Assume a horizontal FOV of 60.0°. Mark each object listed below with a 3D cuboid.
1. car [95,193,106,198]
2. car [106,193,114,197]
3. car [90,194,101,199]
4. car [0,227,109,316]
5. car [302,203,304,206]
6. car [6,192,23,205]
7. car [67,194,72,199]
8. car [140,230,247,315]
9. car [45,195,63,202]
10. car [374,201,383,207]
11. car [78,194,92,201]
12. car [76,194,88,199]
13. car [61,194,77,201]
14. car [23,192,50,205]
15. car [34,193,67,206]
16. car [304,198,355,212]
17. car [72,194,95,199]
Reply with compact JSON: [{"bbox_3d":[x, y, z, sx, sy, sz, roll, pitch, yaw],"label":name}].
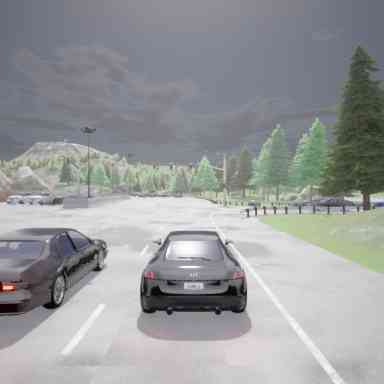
[{"bbox_3d":[-21.742,1.258,76.185,1.812,1.442,4.674,0,0,-1],"label":"car"},{"bbox_3d":[-22.041,1.231,85.641,2.033,1.411,5.357,0,0,-3],"label":"car"},{"bbox_3d":[-26.025,1.213,89.667,2.033,1.411,5.357,0,0,-7],"label":"car"},{"bbox_3d":[-3.469,1.547,7.798,2.033,1.411,5.357,0,0,0],"label":"car"},{"bbox_3d":[15.730,1.454,41.052,4.181,1.385,1.994,0,0,7],"label":"car"},{"bbox_3d":[-28.593,1.049,55.514,2.150,2.045,5.566,0,0,0],"label":"car"},{"bbox_3d":[-25.171,1.359,69.456,1.895,1.301,4.718,0,0,-1],"label":"car"},{"bbox_3d":[0.030,1.563,7.649,1.994,1.385,4.181,0,0,0],"label":"car"},{"bbox_3d":[-28.668,1.318,69.100,1.994,1.385,4.181,0,0,-1],"label":"car"},{"bbox_3d":[24.476,1.374,39.636,5.008,1.535,1.882,0,0,13],"label":"car"},{"bbox_3d":[-25.271,1.275,78.737,1.994,1.385,4.181,0,0,-1],"label":"car"},{"bbox_3d":[-29.416,1.218,88.754,2.033,1.411,5.357,0,0,-7],"label":"car"},{"bbox_3d":[-28.761,1.251,77.927,2.128,1.511,4.902,0,0,-1],"label":"car"},{"bbox_3d":[-25.099,1.048,55.113,2.150,2.045,5.566,0,0,0],"label":"car"},{"bbox_3d":[-21.568,1.337,50.947,2.128,1.511,4.902,0,0,0],"label":"car"},{"bbox_3d":[15.656,1.398,37.531,4.902,1.511,2.128,0,0,7],"label":"car"},{"bbox_3d":[-21.642,1.301,66.648,2.128,1.511,4.902,0,0,-1],"label":"car"}]
